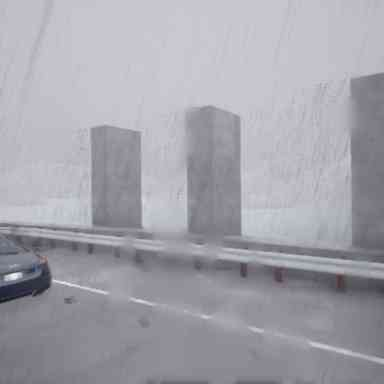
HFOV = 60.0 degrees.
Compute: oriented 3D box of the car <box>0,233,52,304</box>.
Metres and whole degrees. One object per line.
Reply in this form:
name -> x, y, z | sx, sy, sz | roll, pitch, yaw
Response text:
car -> -5.055, 1.585, 7.383 | 4.181, 1.385, 1.994 | 0, 0, 33
